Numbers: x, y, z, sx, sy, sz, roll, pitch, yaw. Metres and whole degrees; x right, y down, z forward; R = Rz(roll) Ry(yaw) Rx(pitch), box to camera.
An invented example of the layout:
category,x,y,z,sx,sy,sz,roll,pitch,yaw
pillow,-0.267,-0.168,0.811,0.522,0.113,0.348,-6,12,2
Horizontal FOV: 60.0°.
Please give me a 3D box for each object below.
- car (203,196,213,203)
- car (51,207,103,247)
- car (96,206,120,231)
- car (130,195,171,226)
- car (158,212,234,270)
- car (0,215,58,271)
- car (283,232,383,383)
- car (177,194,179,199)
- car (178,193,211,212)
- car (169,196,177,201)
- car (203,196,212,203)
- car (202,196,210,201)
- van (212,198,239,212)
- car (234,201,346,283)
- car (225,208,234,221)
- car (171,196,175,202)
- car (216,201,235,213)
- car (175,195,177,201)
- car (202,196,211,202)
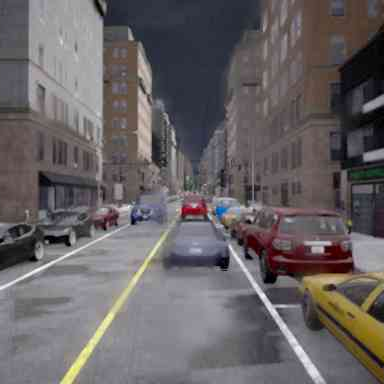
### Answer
category,x,y,z,sx,sy,sz,roll,pitch,yaw
car,3.292,1.643,69.901,1.947,1.339,4.313,1,0,1
car,-5.786,1.585,15.260,1.947,1.339,4.313,1,0,0
car,-5.761,1.570,20.932,1.887,1.381,4.507,1,0,0
car,-2.992,1.251,24.146,2.150,2.045,5.566,0,0,0
car,0.121,1.579,11.114,1.994,1.385,4.181,0,0,0
car,-5.811,1.578,9.587,1.947,1.339,4.313,1,0,0
car,2.691,1.531,4.042,1.752,1.417,4.829,1,0,0
car,-5.043,1.639,81.100,2.008,1.369,4.403,1,0,1
car,0.206,1.256,28.761,2.150,2.045,5.566,0,0,1
car,-4.948,1.637,86.628,1.887,1.381,4.507,1,0,1
car,3.387,1.627,75.431,1.887,1.381,4.507,1,0,1
car,3.576,1.636,86.491,1.887,1.381,4.507,1,0,1
van,2.791,1.373,26.566,1.690,1.788,3.998,1,0,0
car,2.717,1.327,9.546,2.192,1.841,5.009,1,0,0
car,2.739,1.601,15.219,1.802,1.307,4.206,1,0,0
car,-5.233,1.660,70.043,1.802,1.307,4.206,1,0,1
car,2.765,1.551,21.062,1.752,1.417,4.829,1,0,0
car,-5.138,1.649,75.571,1.947,1.339,4.313,1,0,1
car,3.481,1.638,80.961,2.008,1.369,4.403,1,0,1
